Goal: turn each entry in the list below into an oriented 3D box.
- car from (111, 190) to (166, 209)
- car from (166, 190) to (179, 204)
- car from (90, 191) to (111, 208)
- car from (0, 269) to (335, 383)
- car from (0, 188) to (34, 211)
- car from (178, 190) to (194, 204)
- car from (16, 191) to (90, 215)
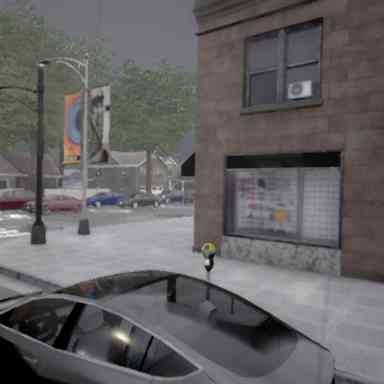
[{"bbox_3d":[-4.968,0.781,31.560,1.837,1.490,4.892,2,1,35],"label":"car"},{"bbox_3d":[-2.806,0.501,40.178,2.097,1.767,4.553,2,1,35],"label":"car"},{"bbox_3d":[-8.419,0.672,32.312,1.882,1.535,5.008,2,1,35],"label":"car"},{"bbox_3d":[-0.817,1.500,3.387,4.313,1.339,1.947,2,1,35],"label":"car"},{"bbox_3d":[-13.761,0.592,24.801,2.097,1.767,4.553,2,1,35],"label":"car"},{"bbox_3d":[0.914,0.706,39.809,1.882,1.535,5.008,2,1,36],"label":"car"},{"bbox_3d":[-10.081,0.883,24.377,1.994,1.385,4.181,2,1,36],"label":"car"}]
